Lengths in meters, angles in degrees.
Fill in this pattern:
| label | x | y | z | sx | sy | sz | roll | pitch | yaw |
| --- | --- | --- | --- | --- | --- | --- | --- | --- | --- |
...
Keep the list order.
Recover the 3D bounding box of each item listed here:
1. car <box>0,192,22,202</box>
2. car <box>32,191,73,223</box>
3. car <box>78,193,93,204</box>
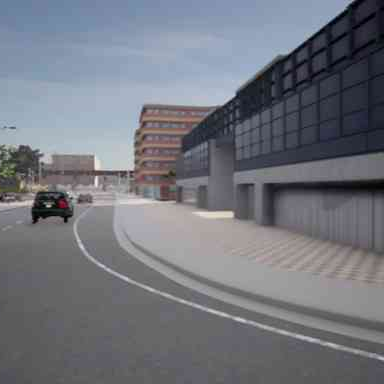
| label | x | y | z | sx | sy | sz | roll | pitch | yaw |
| --- | --- | --- | --- | --- | --- | --- | --- | --- | --- |
| car | -28.474 | 0.828 | 52.799 | 2.128 | 1.511 | 4.902 | 0 | 1 | -12 |
| car | -9.550 | 0.927 | 23.043 | 2.150 | 2.045 | 5.566 | 0 | 1 | -16 |
| car | -15.572 | 0.870 | 48.618 | 2.128 | 1.511 | 4.902 | 0 | 1 | -13 |
